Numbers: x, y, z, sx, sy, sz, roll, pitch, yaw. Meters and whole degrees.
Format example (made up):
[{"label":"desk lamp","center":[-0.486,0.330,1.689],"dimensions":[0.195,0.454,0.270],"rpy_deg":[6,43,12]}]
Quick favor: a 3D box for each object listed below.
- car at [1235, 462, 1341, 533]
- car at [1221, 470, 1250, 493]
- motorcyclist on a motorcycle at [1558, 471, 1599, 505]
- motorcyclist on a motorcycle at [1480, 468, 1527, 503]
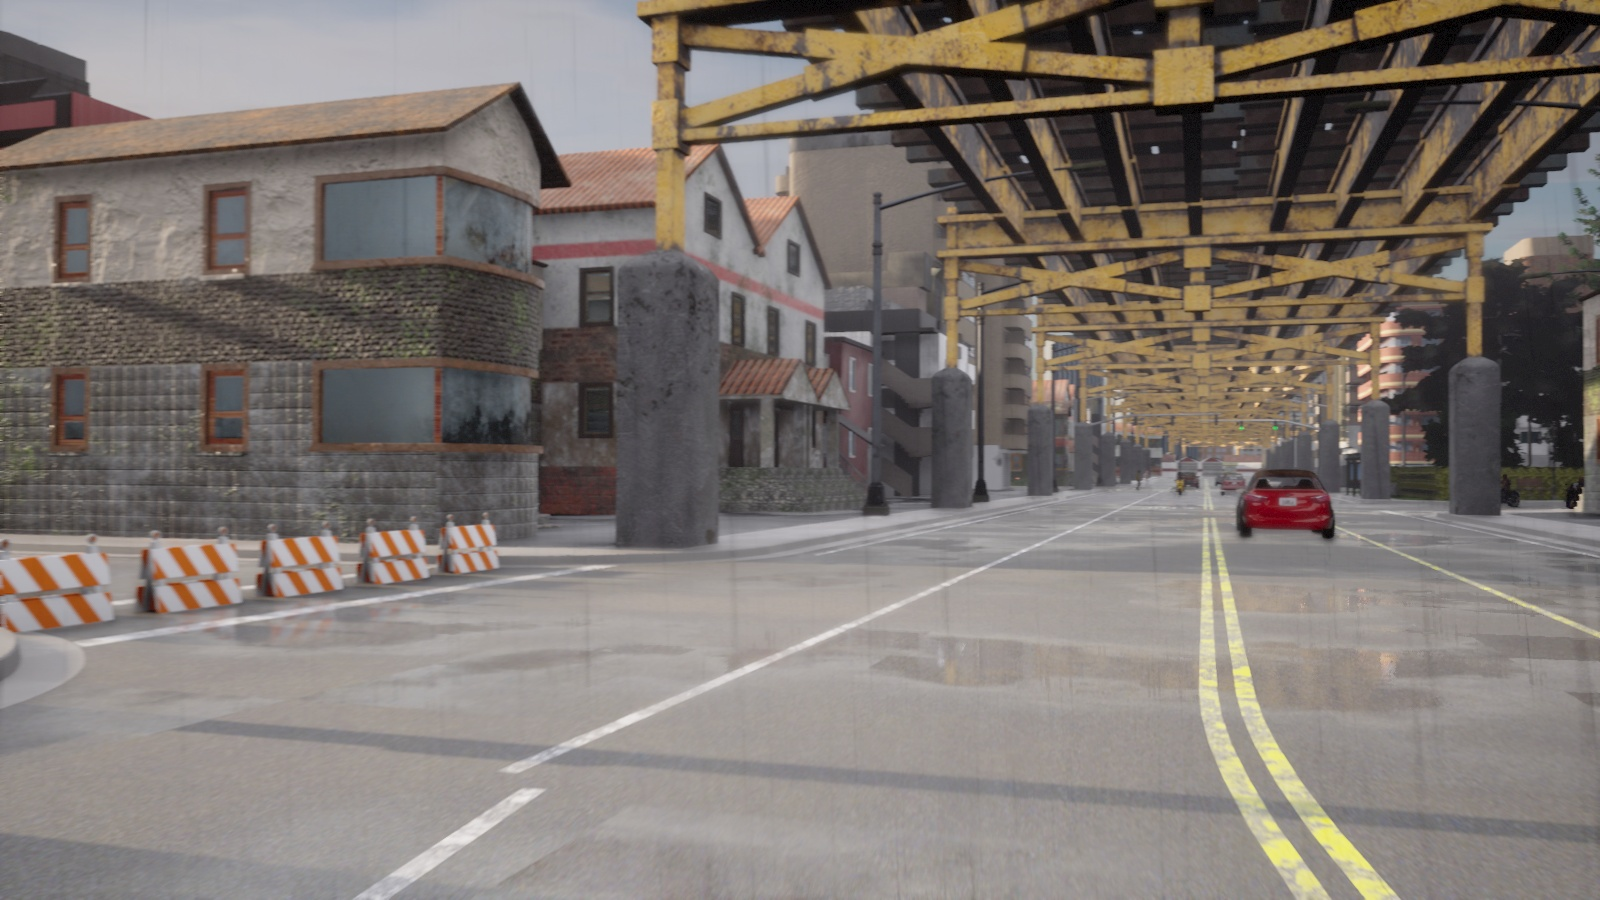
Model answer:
[{"label":"car","center":[12.450,1.165,32.288],"dimensions":[2.242,1.667,4.611],"rpy_deg":[0,-1,18]},{"label":"car","center":[30.523,2.182,88.058],"dimensions":[1.789,1.549,3.705],"rpy_deg":[0,-1,18]},{"label":"motorcyclist on a motorcycle","center":[35.440,1.700,56.802],"dimensions":[2.191,1.530,0.866],"rpy_deg":[0,-1,-25]},{"label":"motorcyclist on a motorcycle","center":[33.299,1.666,59.441],"dimensions":[2.350,1.649,0.766],"rpy_deg":[0,-1,-27]}]
